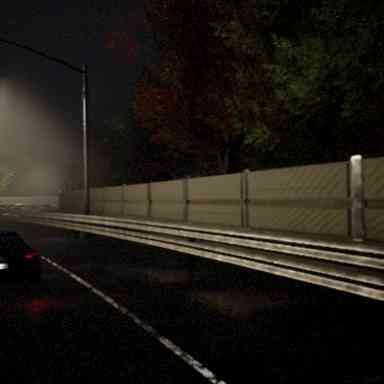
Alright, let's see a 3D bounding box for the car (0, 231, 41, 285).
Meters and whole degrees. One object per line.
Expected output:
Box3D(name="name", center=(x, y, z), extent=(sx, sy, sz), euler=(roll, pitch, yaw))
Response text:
Box3D(name="car", center=(-5.792, 1.830, 9.721), extent=(1.994, 1.385, 4.181), euler=(0, -1, -35))
